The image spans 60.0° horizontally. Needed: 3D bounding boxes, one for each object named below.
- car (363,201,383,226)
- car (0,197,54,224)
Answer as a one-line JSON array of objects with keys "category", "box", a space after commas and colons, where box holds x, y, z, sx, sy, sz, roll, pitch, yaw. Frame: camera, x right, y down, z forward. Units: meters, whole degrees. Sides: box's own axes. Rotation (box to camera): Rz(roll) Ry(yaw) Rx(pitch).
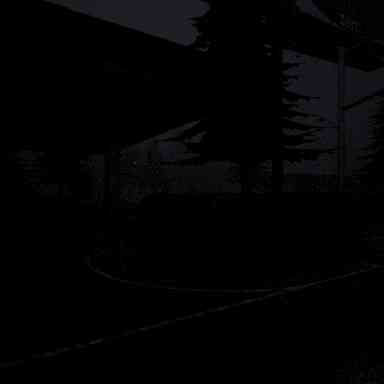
[{"category": "car", "box": [11.394, 1.317, 21.322, 2.128, 1.511, 4.902, 0, 1, -36]}, {"category": "car", "box": [-11.953, 1.313, 23.482, 3.866, 1.878, 1.905, 0, 0, -36]}]
